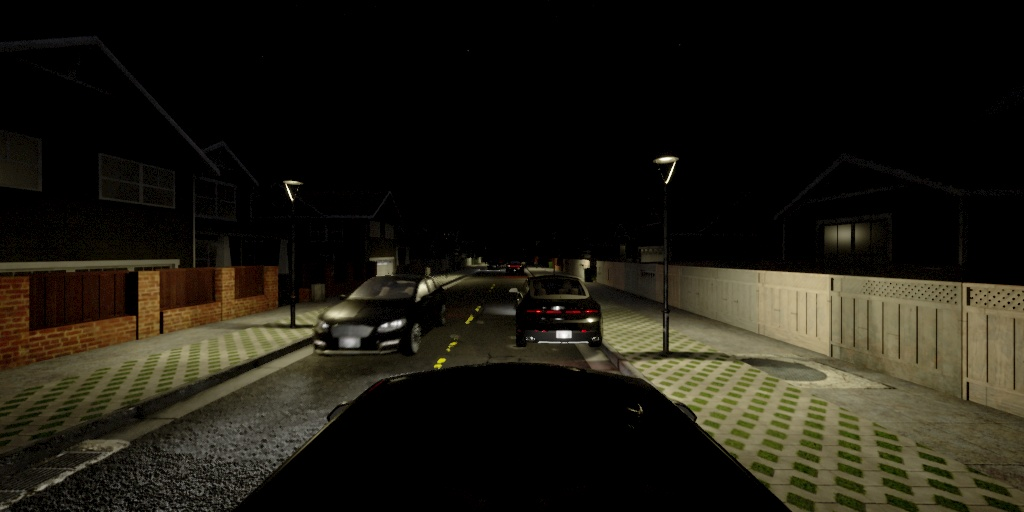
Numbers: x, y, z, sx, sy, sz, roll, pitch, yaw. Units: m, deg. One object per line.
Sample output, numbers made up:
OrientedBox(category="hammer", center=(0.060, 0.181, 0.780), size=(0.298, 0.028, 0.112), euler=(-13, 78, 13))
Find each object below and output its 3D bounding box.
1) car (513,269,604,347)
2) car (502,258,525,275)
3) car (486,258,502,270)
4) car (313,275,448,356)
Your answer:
OrientedBox(category="car", center=(1.010, 1.251, 9.265), size=(1.837, 1.490, 4.892), euler=(0, 0, 0))
OrientedBox(category="car", center=(0.311, 1.198, 37.573), size=(2.128, 1.511, 4.902), euler=(0, 0, 1))
OrientedBox(category="car", center=(-2.526, 1.189, 51.169), size=(1.837, 1.490, 4.892), euler=(0, 0, 0))
OrientedBox(category="car", center=(-2.801, 1.238, 8.667), size=(2.128, 1.511, 4.902), euler=(0, 0, 0))
